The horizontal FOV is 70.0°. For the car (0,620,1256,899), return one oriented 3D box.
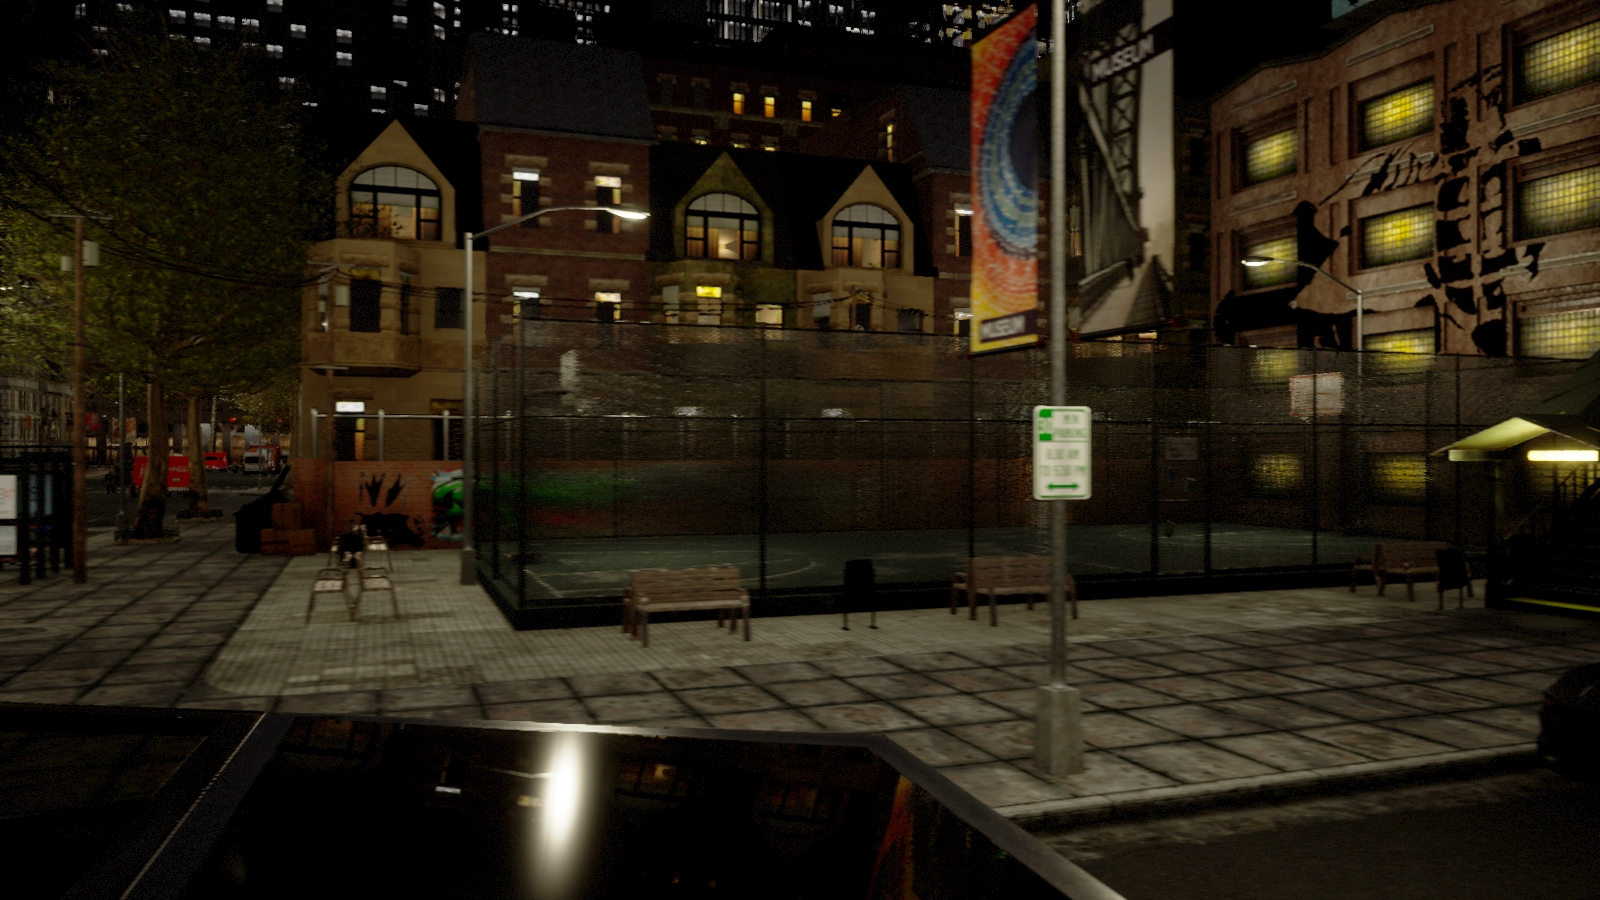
[{"bbox_3d":[-2.376,1.753,2.699,6.274,2.098,2.390,0,0,-16],"label":"car"}]
